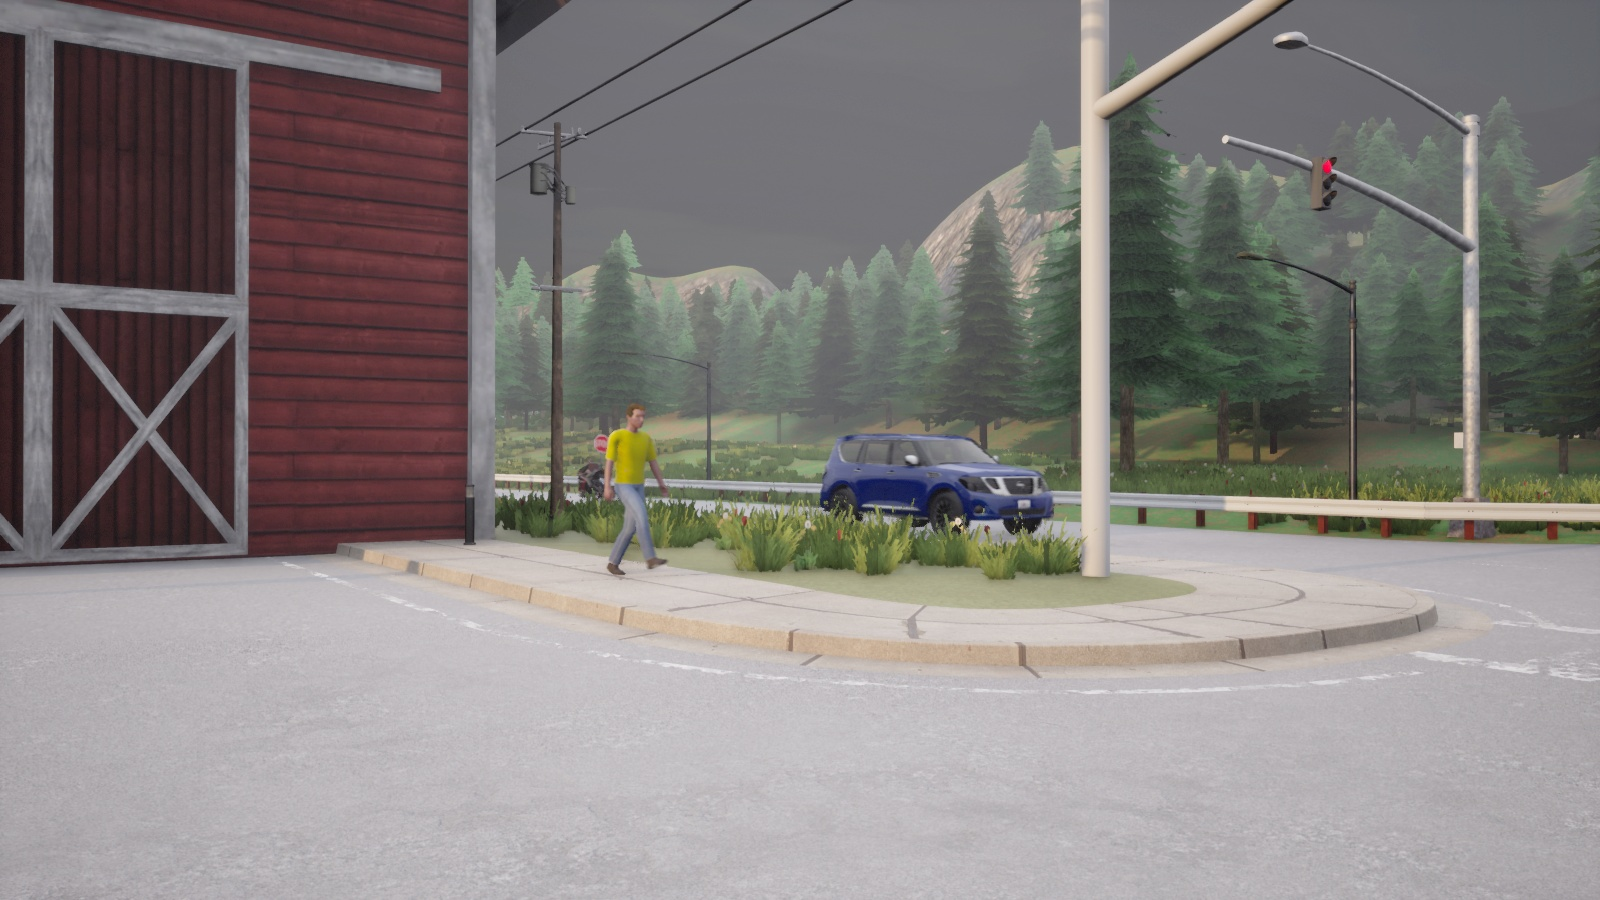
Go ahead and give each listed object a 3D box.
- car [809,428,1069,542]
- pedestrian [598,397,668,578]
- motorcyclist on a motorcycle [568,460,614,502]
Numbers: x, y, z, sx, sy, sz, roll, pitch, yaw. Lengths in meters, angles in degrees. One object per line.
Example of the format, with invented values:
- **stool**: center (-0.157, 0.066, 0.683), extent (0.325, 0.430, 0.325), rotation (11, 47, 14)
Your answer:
- **car**: center (2.649, 0.654, 25.529), extent (2.150, 2.045, 5.566), rotation (0, 0, -34)
- **pedestrian**: center (-1.743, 0.384, 13.084), extent (0.706, 1.836, 0.354), rotation (-1, -1, 42)
- **motorcyclist on a motorcycle**: center (-7.944, 1.157, 47.640), extent (0.866, 1.530, 2.191), rotation (0, 0, -34)
